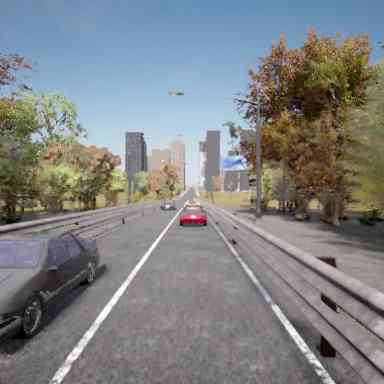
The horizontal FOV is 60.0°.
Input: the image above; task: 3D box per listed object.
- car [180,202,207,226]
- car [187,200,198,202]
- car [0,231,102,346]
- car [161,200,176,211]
[{"bbox_3d":[0.093,1.702,24.975,1.994,1.385,4.181,0,-1,0],"label":"car"},{"bbox_3d":[0.089,1.809,42.904,1.882,1.535,5.008,0,-1,0],"label":"car"},{"bbox_3d":[-3.351,1.560,6.799,2.033,1.411,5.357,0,0,0],"label":"car"},{"bbox_3d":[-3.342,1.880,48.238,2.128,1.511,4.902,0,-1,0],"label":"car"}]
